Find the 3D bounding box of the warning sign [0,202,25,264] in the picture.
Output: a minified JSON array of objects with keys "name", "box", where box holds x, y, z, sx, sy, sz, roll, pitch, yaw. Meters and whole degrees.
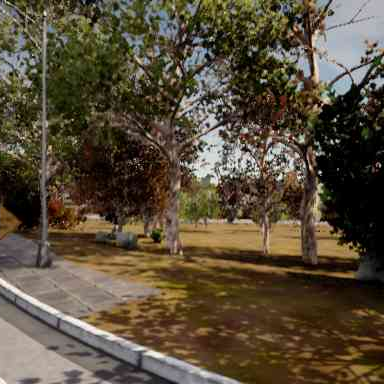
[{"name":"warning sign","box":[-6.076,1.248,10.434,1.300,1.860,1.060,2,-1,-34]}]
